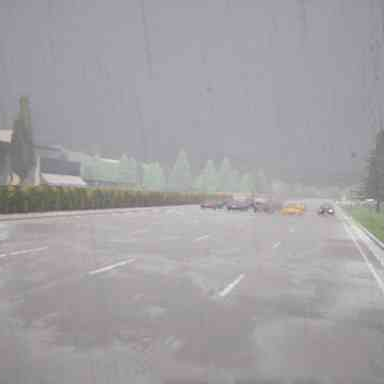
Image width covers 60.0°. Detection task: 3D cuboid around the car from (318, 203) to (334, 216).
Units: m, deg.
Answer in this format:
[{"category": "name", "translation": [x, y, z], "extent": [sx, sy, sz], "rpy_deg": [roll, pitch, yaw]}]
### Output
[{"category": "car", "translation": [17.195, 2.356, 42.687], "extent": [1.895, 1.301, 4.718], "rpy_deg": [3, 0, 22]}]

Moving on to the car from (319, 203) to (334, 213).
[{"category": "car", "translation": [21.270, 2.483, 52.613], "extent": [2.033, 1.411, 5.357], "rpy_deg": [3, 0, 22]}]

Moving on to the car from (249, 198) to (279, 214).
[{"category": "car", "translation": [8.933, 1.837, 41.073], "extent": [2.128, 1.511, 4.902], "rpy_deg": [3, 0, 23]}]

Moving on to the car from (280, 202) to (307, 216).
[{"category": "car", "translation": [12.218, 1.991, 39.867], "extent": [1.882, 1.535, 5.008], "rpy_deg": [3, 0, 23]}]

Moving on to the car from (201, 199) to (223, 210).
[{"category": "car", "translation": [2.680, 1.589, 44.252], "extent": [1.994, 1.385, 4.181], "rpy_deg": [3, 0, 23]}]

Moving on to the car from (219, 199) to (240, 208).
[{"category": "car", "translation": [5.960, 1.770, 52.408], "extent": [1.895, 1.301, 4.718], "rpy_deg": [3, 0, 22]}]

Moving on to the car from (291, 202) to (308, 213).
[{"category": "car", "translation": [15.959, 2.279, 49.130], "extent": [1.895, 1.301, 4.718], "rpy_deg": [3, 0, 23]}]

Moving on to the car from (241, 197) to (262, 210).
[{"category": "car", "translation": [9.183, 1.686, 51.022], "extent": [2.097, 1.767, 4.553], "rpy_deg": [3, 0, 22]}]

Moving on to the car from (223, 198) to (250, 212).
[{"category": "car", "translation": [5.970, 1.757, 43.046], "extent": [1.994, 1.385, 4.181], "rpy_deg": [3, 0, 23]}]
